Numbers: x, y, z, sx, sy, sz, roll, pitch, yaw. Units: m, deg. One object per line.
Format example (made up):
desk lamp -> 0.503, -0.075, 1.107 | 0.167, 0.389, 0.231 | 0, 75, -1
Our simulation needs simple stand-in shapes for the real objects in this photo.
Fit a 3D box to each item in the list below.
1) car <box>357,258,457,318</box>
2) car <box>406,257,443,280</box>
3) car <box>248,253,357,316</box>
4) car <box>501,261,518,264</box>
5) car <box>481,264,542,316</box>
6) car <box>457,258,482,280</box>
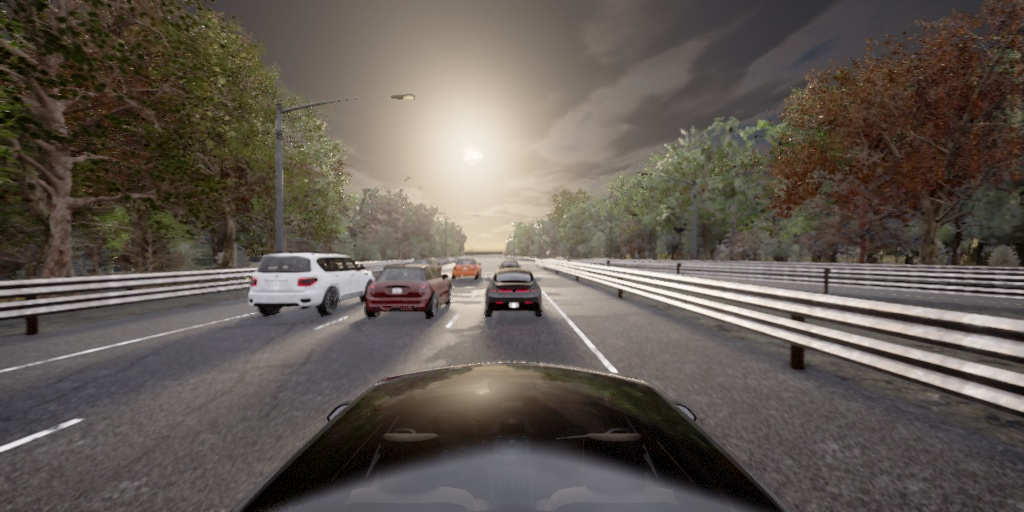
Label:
car -> -3.459, 1.051, 12.874 | 2.097, 1.767, 4.553 | 0, 0, 0
car -> -7.194, 0.980, 30.066 | 2.097, 1.767, 4.553 | 0, 0, -1
car -> -6.959, 0.920, 13.229 | 2.150, 2.045, 5.566 | 0, 0, 0
car -> -0.197, 1.128, 30.361 | 1.837, 1.490, 4.892 | 0, 0, -1
car -> 0.040, 1.201, 13.094 | 1.837, 1.490, 4.892 | 0, 0, 0
car -> -3.693, 0.978, 30.062 | 2.097, 1.767, 4.553 | 0, 0, -1
